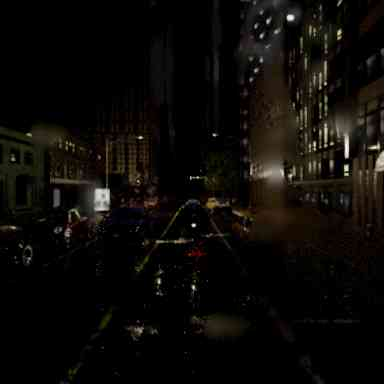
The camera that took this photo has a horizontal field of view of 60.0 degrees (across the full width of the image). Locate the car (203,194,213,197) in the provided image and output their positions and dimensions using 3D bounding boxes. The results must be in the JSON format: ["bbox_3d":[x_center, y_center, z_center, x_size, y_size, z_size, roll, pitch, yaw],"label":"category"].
[{"bbox_3d":[2.679,1.252,52.730,2.192,1.841,5.009,0,0,0],"label":"car"}]

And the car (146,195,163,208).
[{"bbox_3d":[-5.699,1.384,47.201,1.967,1.590,4.097,0,0,0],"label":"car"}]

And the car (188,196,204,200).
[{"bbox_3d":[0.096,1.513,41.020,1.994,1.385,4.181,0,0,0],"label":"car"}]

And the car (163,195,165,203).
[{"bbox_3d":[-5.699,1.520,52.726,1.802,1.307,4.206,0,0,0],"label":"car"}]

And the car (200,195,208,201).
[{"bbox_3d":[2.808,1.492,80.352,1.802,1.307,4.206,0,0,0],"label":"car"}]

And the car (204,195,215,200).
[{"bbox_3d":[2.682,1.474,41.851,1.752,1.417,4.829,0,0,0],"label":"car"}]

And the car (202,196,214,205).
[{"bbox_3d":[2.680,1.477,58.255,1.887,1.381,4.507,0,0,0],"label":"car"}]

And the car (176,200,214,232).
[{"bbox_3d":[0.095,1.479,19.792,1.837,1.490,4.892,0,0,0],"label":"car"}]

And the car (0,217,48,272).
[{"bbox_3d":[-5.694,1.555,8.532,1.947,1.339,4.313,0,0,0],"label":"car"}]

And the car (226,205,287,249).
[{"bbox_3d":[2.685,1.507,14.230,1.752,1.417,4.829,0,0,0],"label":"car"}]

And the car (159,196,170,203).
[{"bbox_3d":[-5.760,1.488,69.297,1.947,1.339,4.313,0,0,0],"label":"car"}]

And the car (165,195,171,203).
[{"bbox_3d":[-5.701,1.367,63.774,1.967,1.590,4.097,0,0,0],"label":"car"}]

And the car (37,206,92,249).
[{"bbox_3d":[-5.695,1.422,14.056,1.967,1.590,4.097,0,0,0],"label":"car"}]

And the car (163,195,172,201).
[{"bbox_3d":[-5.831,1.457,78.974,1.887,1.381,4.507,0,0,0],"label":"car"}]

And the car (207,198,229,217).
[{"bbox_3d":[2.683,1.512,30.634,2.008,1.369,4.403,0,0,0],"label":"car"}]

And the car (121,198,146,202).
[{"bbox_3d":[-5.697,1.544,30.629,1.802,1.307,4.206,0,0,0],"label":"car"}]

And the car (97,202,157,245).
[{"bbox_3d":[-3.003,1.457,15.709,1.882,1.535,5.008,0,0,0],"label":"car"}]
